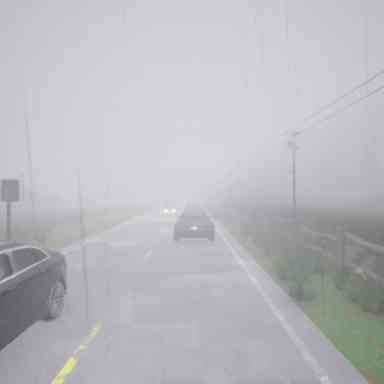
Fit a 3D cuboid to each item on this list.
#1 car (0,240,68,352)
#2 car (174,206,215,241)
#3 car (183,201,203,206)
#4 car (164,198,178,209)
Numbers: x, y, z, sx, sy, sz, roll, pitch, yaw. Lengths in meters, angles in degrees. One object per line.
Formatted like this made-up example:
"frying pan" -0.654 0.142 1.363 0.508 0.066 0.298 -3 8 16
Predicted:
"car" -3.300 1.510 4.526 2.128 1.511 4.902 0 0 0
"car" 0.104 1.634 17.229 1.994 1.385 4.181 0 0 0
"car" 0.109 1.632 34.924 2.128 1.511 4.902 0 0 0
"car" -3.118 1.704 50.214 2.128 1.511 4.902 0 0 1
